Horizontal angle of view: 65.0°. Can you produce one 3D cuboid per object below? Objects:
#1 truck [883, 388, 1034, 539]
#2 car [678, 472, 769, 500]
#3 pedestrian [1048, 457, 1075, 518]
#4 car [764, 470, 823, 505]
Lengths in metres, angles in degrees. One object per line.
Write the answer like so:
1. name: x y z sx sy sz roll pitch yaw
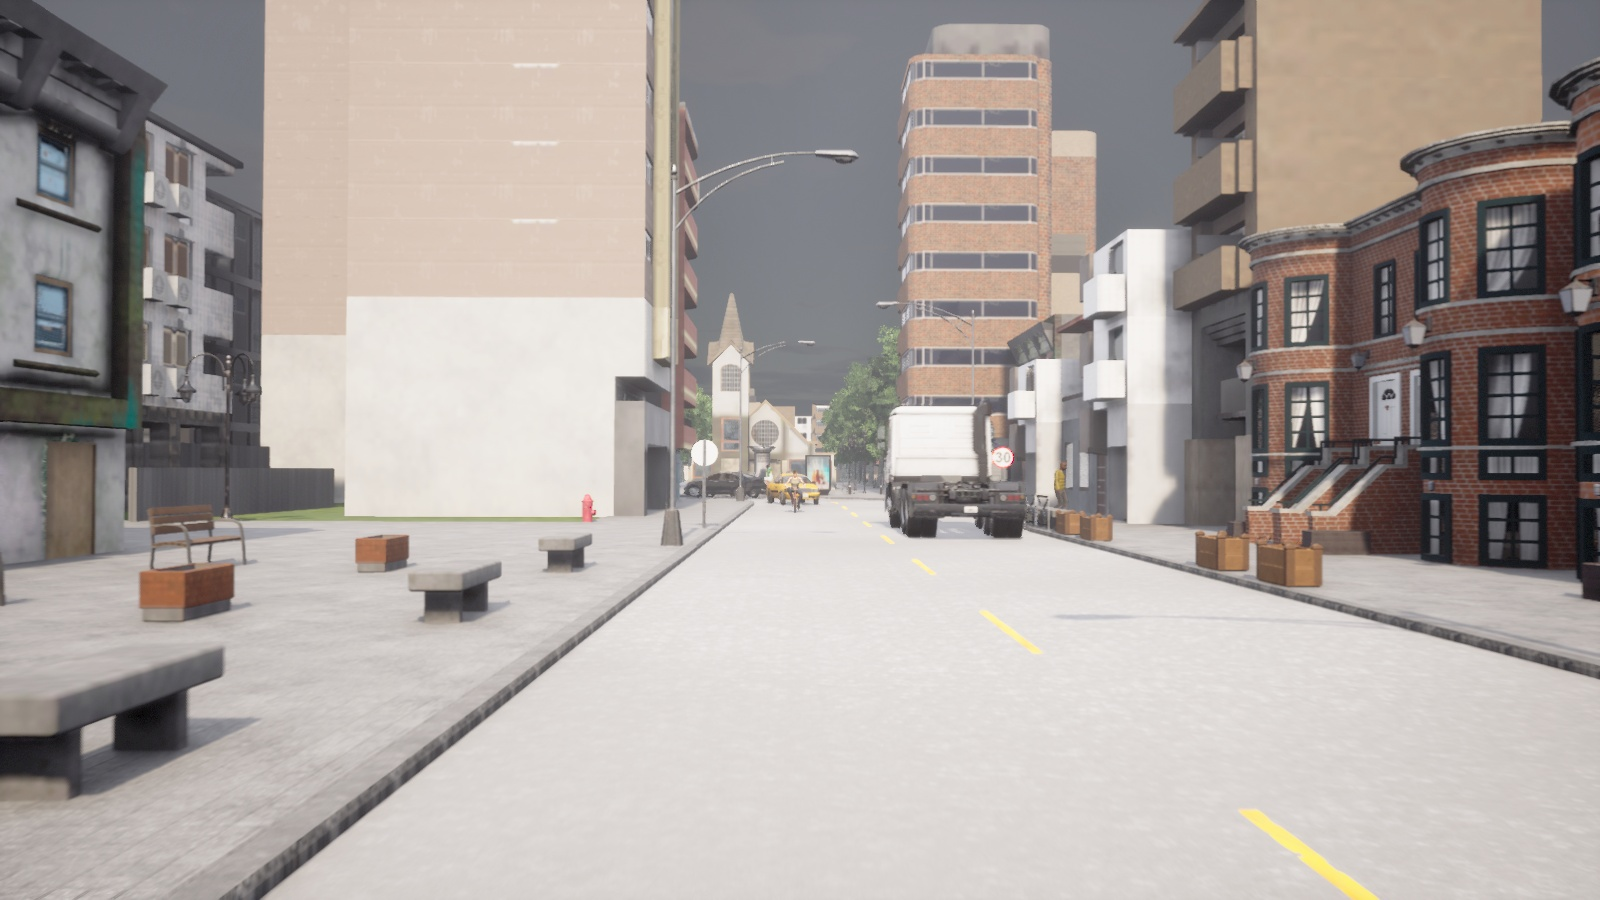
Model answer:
1. truck: 3.890 0.366 32.801 2.891 3.462 7.936 0 -1 0
2. car: -4.321 2.028 71.036 4.892 1.490 1.837 -1 -2 26
3. pedestrian: 7.983 1.135 38.395 0.370 1.835 0.726 1 -1 -42
4. car: -0.346 1.753 59.582 1.801 1.575 5.366 0 -1 -11
